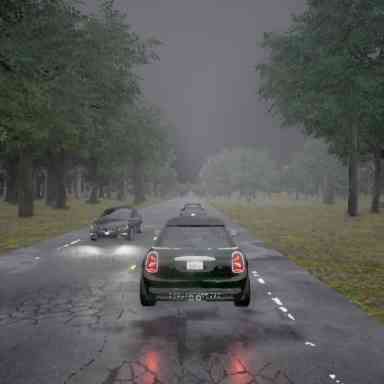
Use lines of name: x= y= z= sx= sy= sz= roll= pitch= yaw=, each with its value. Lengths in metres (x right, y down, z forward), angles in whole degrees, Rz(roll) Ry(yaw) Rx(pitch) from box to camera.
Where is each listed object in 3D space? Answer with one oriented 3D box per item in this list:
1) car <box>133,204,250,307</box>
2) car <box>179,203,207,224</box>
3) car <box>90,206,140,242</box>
car: x=0.088 y=1.352 z=8.158 sx=2.097 sy=1.767 sz=4.553 roll=0 pitch=0 yaw=1
car: x=0.071 y=1.568 z=25.441 sx=1.994 sy=1.385 sz=4.181 roll=0 pitch=0 yaw=0
car: x=-3.618 y=1.505 z=16.575 sx=1.837 sy=1.490 sz=4.892 roll=0 pitch=0 yaw=0
